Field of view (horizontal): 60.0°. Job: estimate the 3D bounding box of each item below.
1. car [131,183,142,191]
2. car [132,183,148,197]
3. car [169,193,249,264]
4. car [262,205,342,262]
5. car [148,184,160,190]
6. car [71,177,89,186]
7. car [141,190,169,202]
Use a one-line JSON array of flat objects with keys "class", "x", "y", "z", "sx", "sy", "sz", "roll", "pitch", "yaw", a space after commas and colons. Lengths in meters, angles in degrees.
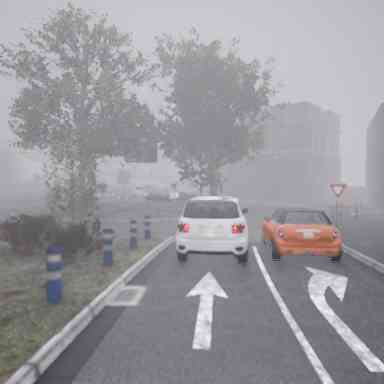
[{"class": "car", "x": -12.736, "y": -1.242, "z": 76.275, "sx": 2.128, "sy": 1.511, "sz": 4.902, "roll": 0, "pitch": 5, "yaw": -13}, {"class": "car", "x": -10.123, "y": -0.310, "z": 63.392, "sx": 2.150, "sy": 2.045, "sz": 5.566, "roll": 0, "pitch": 5, "yaw": -10}, {"class": "car", "x": 0.824, "y": 1.156, "z": 11.846, "sx": 2.150, "sy": 2.045, "sz": 5.566, "roll": 0, "pitch": 0, "yaw": 7}, {"class": "car", "x": 3.763, "y": 1.291, "z": 12.116, "sx": 2.097, "sy": 1.767, "sz": 4.553, "roll": 0, "pitch": 1, "yaw": 7}, {"class": "car", "x": -7.268, "y": -0.103, "z": 64.478, "sx": 2.128, "sy": 1.511, "sz": 4.902, "roll": 0, "pitch": 5, "yaw": -10}, {"class": "car", "x": -28.982, "y": -2.196, "z": 84.471, "sx": 4.792, "sy": 1.488, "sz": 2.163, "roll": -3, "pitch": 7, "yaw": -34}, {"class": "car", "x": -5.188, "y": 0.765, "z": 50.123, "sx": 4.674, "sy": 1.442, "sz": 1.812, "roll": 1, "pitch": 2, "yaw": 43}]
